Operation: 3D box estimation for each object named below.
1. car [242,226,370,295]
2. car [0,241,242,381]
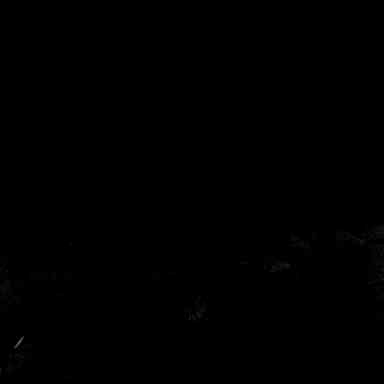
[{"bbox_3d":[3.013,1.582,8.667,4.206,1.307,1.802,0,0,-35],"label":"car"},{"bbox_3d":[-1.473,1.566,5.482,4.313,1.339,1.947,0,0,-35],"label":"car"}]
